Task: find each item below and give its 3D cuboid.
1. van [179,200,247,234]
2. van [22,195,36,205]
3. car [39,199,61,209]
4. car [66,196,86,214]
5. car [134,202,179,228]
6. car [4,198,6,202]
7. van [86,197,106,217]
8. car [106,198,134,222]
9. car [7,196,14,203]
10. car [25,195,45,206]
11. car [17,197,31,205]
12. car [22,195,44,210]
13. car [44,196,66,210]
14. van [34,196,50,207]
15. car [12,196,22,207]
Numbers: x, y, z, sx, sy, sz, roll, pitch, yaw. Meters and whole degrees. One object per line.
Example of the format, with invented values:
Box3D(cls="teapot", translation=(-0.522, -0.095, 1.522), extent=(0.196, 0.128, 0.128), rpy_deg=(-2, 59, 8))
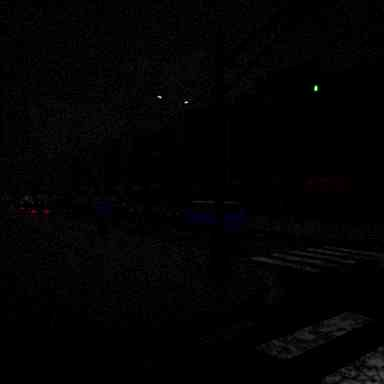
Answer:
Box3D(cls="van", translation=(1.219, 1.374, 18.576), extent=(1.690, 1.788, 3.998), rpy_deg=(0, 0, -36))
Box3D(cls="van", translation=(-30.856, 1.547, 62.951), extent=(1.690, 1.788, 3.998), rpy_deg=(0, 0, -36))
Box3D(cls="car", translation=(-21.233, 1.703, 49.638), extent=(2.008, 1.369, 4.403), rpy_deg=(0, 0, -36))
Box3D(cls="car", translation=(-11.611, 1.413, 36.323), extent=(2.192, 1.841, 5.009), rpy_deg=(0, 0, -36))
Box3D(cls="car", translation=(-1.988, 1.488, 23.013), extent=(1.967, 1.590, 4.097), rpy_deg=(0, 0, -36))
Box3D(cls="car", translation=(-43.785, 1.802, 80.839), extent=(1.752, 1.417, 4.829), rpy_deg=(0, 0, -36))
Box3D(cls="van", translation=(-8.403, 1.422, 31.888), extent=(1.690, 1.788, 3.998), rpy_deg=(0, 0, -36))
Box3D(cls="car", translation=(-5.195, 1.504, 27.451), extent=(1.967, 1.590, 4.097), rpy_deg=(0, 0, -36))
Box3D(cls="car", translation=(-40.478, 1.699, 76.264), extent=(1.967, 1.590, 4.097), rpy_deg=(0, 0, -36))
Box3D(cls="car", translation=(-27.648, 1.503, 58.513), extent=(2.192, 1.841, 5.009), rpy_deg=(0, 0, -36))
Box3D(cls="car", translation=(-34.162, 1.749, 67.526), extent=(1.752, 1.417, 4.829), rpy_deg=(0, 0, -36))
Box3D(cls="car", translation=(-21.246, 1.490, 45.325), extent=(2.097, 1.767, 4.553), rpy_deg=(0, 0, -36))
Box3D(cls="car", translation=(-18.026, 1.449, 45.201), extent=(2.192, 1.841, 5.009), rpy_deg=(0, 0, -36))
Box3D(cls="van", translation=(-24.441, 1.511, 54.076), extent=(1.690, 1.788, 3.998), rpy_deg=(0, 0, -36))
Box3D(cls="car", translation=(-27.104, 1.772, 53.425), extent=(1.895, 1.301, 4.718), rpy_deg=(0, 0, -36))
